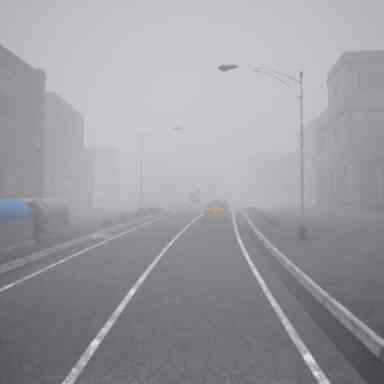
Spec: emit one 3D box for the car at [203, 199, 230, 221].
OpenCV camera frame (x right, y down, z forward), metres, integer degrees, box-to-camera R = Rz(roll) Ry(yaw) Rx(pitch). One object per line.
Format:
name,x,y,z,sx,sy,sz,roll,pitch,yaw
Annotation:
car,1.920,1.378,26.336,1.801,1.575,5.366,0,0,6

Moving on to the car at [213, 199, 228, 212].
car,3.761,1.727,42.905,1.837,1.490,4.892,0,-2,6
